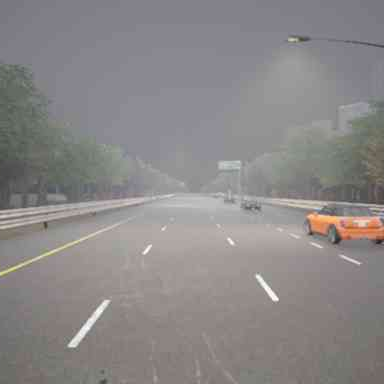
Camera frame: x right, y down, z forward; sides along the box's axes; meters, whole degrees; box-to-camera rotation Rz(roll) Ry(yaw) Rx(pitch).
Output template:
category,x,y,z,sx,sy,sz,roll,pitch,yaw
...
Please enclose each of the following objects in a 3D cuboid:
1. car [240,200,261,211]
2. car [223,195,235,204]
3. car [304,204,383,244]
category,x,y,z,sx,sy,sz,roll,pitch,yaw
car,7.090,1.625,40.656,1.895,1.301,4.718,0,0,0
car,7.235,1.391,65.848,2.097,1.767,4.553,0,0,0
car,7.013,1.358,15.844,2.097,1.767,4.553,0,0,0
